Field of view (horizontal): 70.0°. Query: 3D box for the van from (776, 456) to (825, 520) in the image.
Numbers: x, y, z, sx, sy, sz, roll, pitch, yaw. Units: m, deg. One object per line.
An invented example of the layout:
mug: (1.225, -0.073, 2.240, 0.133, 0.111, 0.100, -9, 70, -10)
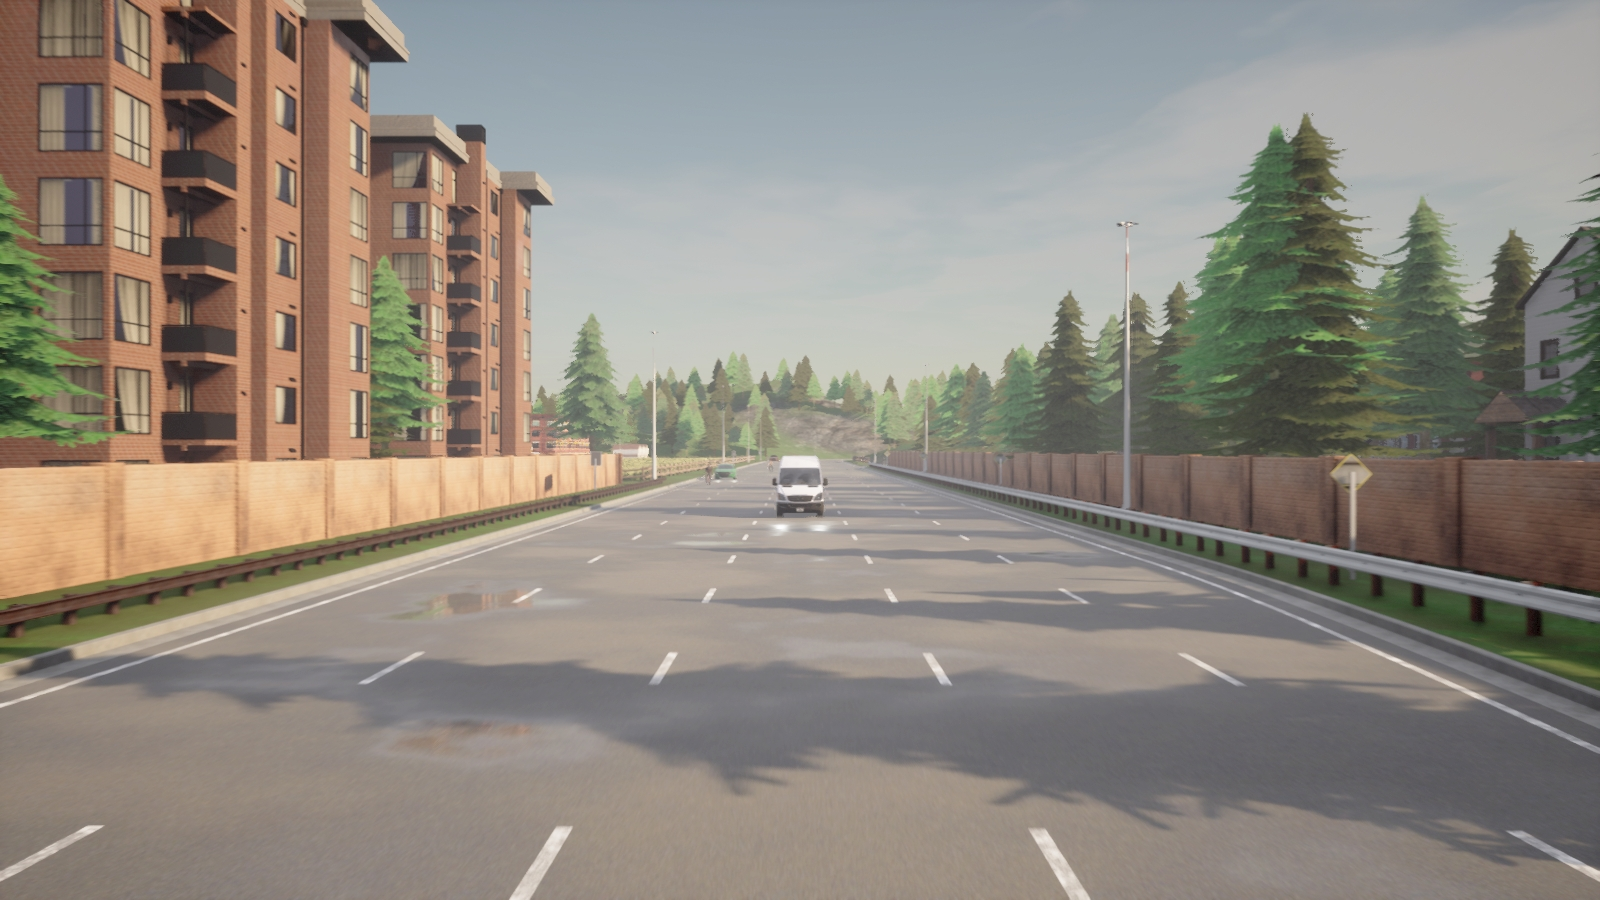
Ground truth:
van: (0.007, 1.534, 49.054, 1.988, 2.561, 5.915, 0, 0, 0)
